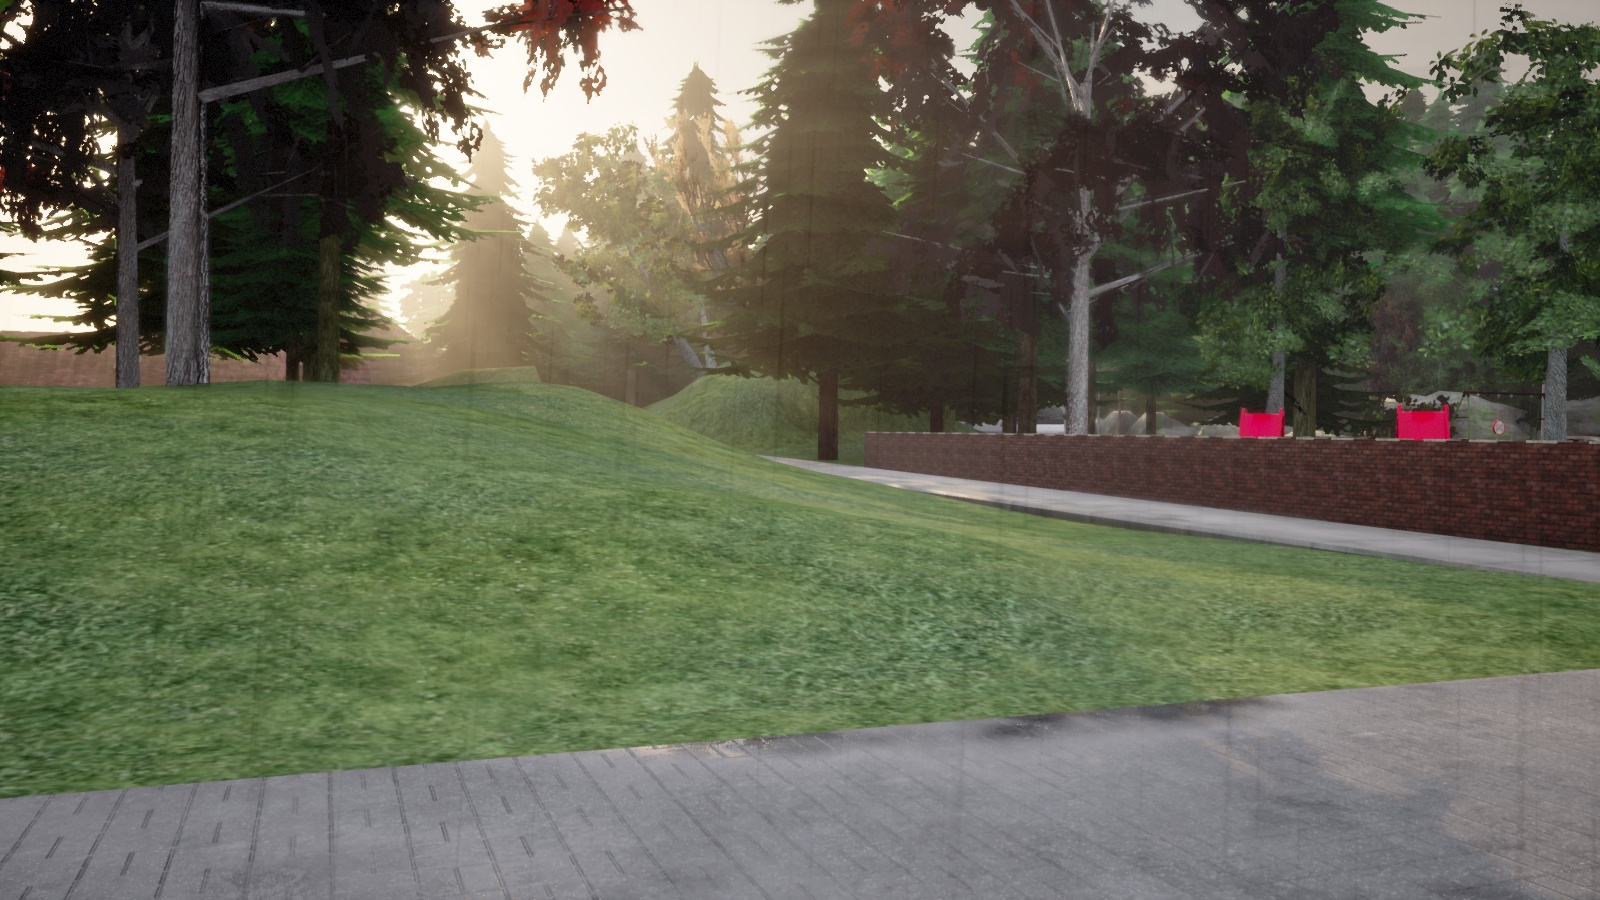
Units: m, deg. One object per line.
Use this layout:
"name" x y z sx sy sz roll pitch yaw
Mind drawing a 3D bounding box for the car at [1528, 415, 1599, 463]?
"car" 28.982 -0.402 44.982 2.242 1.667 4.611 -1 1 -21

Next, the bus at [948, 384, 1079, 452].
"bus" 14.086 -2.097 83.989 3.944 4.253 10.273 -1 1 -21
